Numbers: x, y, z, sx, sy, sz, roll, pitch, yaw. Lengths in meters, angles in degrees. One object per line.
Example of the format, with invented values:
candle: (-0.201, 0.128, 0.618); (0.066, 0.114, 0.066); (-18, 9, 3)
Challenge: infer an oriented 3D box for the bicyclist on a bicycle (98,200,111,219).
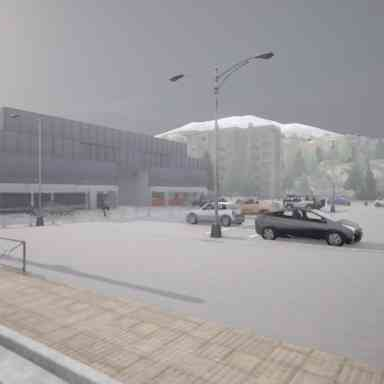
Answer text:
bicyclist on a bicycle: (-7.368, 1.476, 27.820); (1.656, 1.620, 0.582); (0, 0, 35)

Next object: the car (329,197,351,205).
car: (24.536, 1.565, 55.484); (3.633, 1.501, 1.845); (0, 0, 35)

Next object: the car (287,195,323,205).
car: (12.324, 1.268, 37.800); (3.866, 1.878, 1.905); (0, 0, 35)

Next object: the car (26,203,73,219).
car: (-13.601, 1.739, 31.966); (1.994, 1.385, 4.181); (0, 0, 35)

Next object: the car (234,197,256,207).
car: (9.262, 1.701, 57.956); (1.812, 1.442, 4.674); (0, 0, 35)

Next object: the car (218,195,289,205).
car: (4.920, 1.345, 27.366); (5.027, 1.636, 2.152); (0, 0, 35)

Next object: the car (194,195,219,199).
car: (3.207, 1.397, 49.368); (2.150, 2.045, 5.566); (0, 0, 37)

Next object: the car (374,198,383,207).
car: (28.863, 1.576, 48.759); (3.806, 1.475, 1.970); (0, 0, 35)

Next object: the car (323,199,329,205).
car: (13.669, 1.289, 40.409); (4.605, 1.855, 1.932); (0, 0, 35)

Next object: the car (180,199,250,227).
car: (1.469, 1.423, 21.946); (3.806, 1.475, 1.970); (0, 0, 35)

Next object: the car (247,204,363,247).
car: (5.098, 1.489, 14.879); (4.514, 1.523, 2.007); (0, 0, 35)
